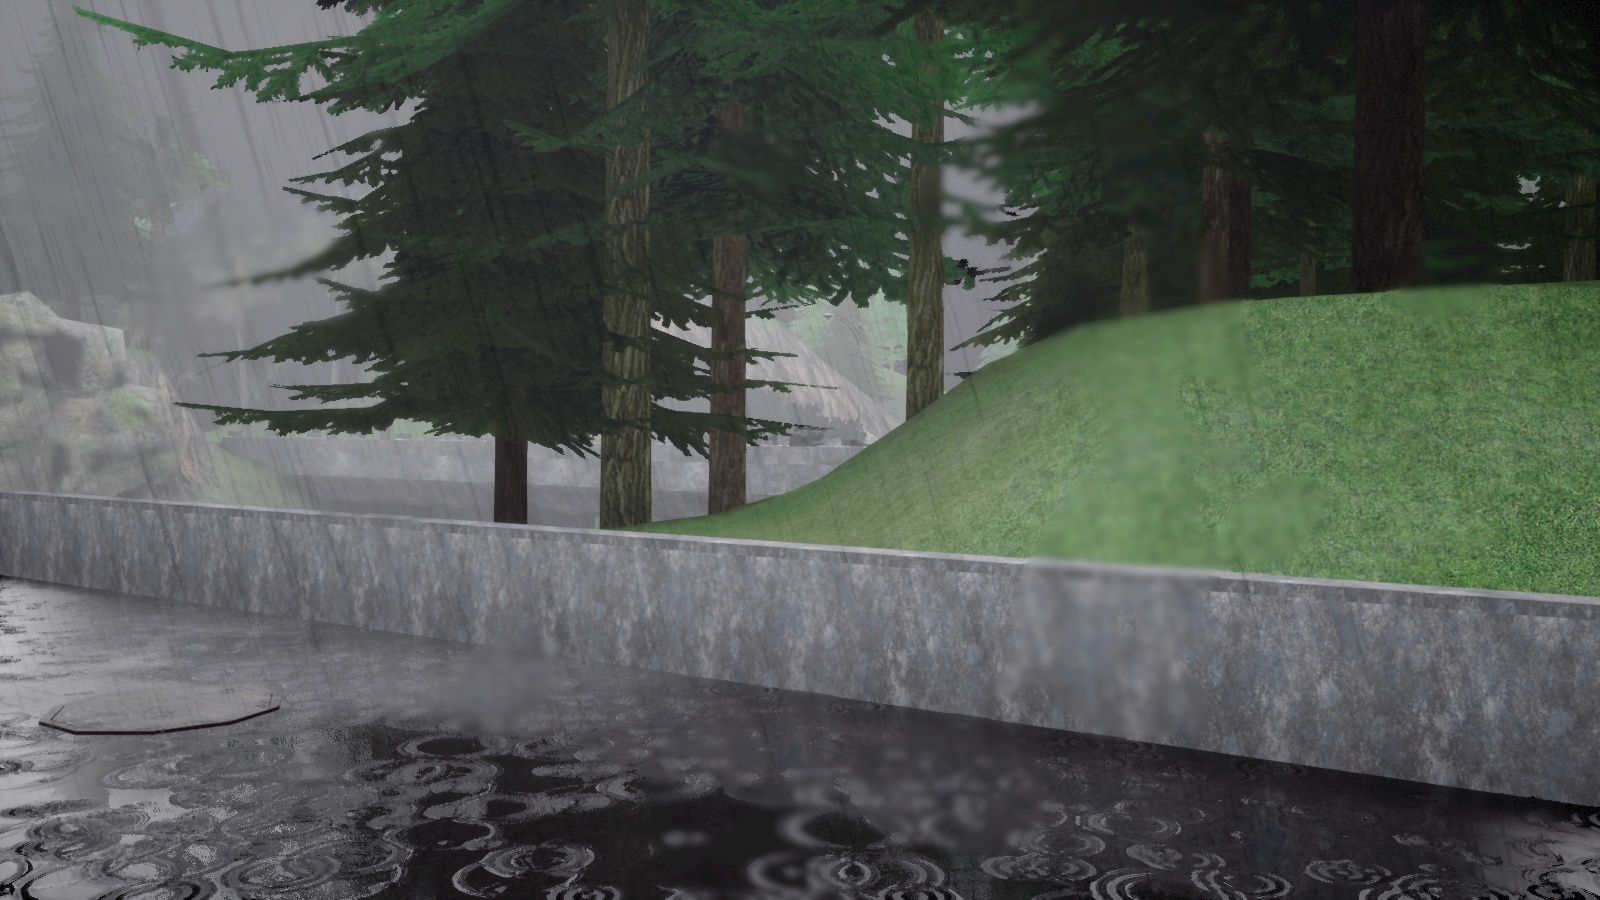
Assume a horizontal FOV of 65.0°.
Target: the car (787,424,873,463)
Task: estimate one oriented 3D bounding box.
[{"bbox_3d":[1.492,-0.342,62.690,3.866,1.878,1.905,0,1,34],"label":"car"}]
